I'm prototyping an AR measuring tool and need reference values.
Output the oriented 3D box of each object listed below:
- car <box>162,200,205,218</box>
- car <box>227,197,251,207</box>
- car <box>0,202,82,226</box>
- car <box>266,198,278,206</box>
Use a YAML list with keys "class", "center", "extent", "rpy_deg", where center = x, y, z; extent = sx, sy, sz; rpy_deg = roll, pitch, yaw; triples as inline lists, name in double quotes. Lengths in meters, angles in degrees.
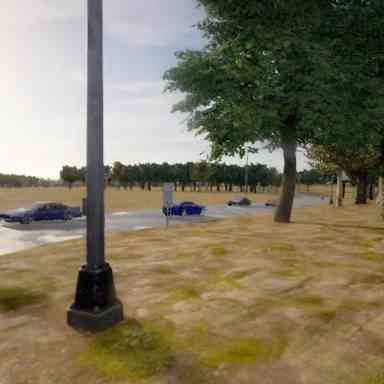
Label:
- class: "car"
  center: [-0.653, 1.459, 30.528]
  extent: [1.882, 1.535, 5.008]
  rpy_deg: [3, 2, 34]
- class: "car"
  center: [7.075, 1.424, 49.356]
  extent: [2.033, 1.411, 5.357]
  rpy_deg: [3, 1, 32]
- class: "car"
  center: [-10.300, 1.397, 22.993]
  extent: [2.033, 1.411, 5.357]
  rpy_deg: [3, 2, 35]
- class: "car"
  center: [13.095, 1.597, 52.312]
  extent: [1.994, 1.385, 4.181]
  rpy_deg: [3, 1, 31]
